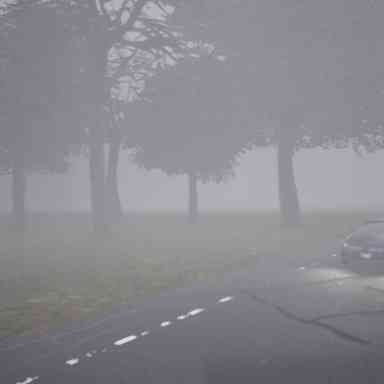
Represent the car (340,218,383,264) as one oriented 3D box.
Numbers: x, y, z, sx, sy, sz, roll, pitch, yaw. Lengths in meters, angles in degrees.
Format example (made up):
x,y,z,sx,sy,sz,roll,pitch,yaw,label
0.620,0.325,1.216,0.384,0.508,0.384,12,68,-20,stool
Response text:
x,y,z,sx,sy,sz,roll,pitch,yaw,label
6.868,1.705,11.977,1.812,1.442,4.674,-2,-2,41,car
